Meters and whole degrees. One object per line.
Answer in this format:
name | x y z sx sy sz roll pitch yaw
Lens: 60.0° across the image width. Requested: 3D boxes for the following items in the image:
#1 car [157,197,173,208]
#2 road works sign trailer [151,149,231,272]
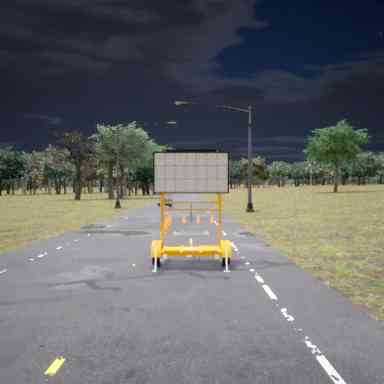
car | -3.618 1.339 45.020 2.033 1.411 5.357 0 0 0
road works sign trailer | -0.027 0.445 10.685 2.380 3.560 2.880 0 0 0
